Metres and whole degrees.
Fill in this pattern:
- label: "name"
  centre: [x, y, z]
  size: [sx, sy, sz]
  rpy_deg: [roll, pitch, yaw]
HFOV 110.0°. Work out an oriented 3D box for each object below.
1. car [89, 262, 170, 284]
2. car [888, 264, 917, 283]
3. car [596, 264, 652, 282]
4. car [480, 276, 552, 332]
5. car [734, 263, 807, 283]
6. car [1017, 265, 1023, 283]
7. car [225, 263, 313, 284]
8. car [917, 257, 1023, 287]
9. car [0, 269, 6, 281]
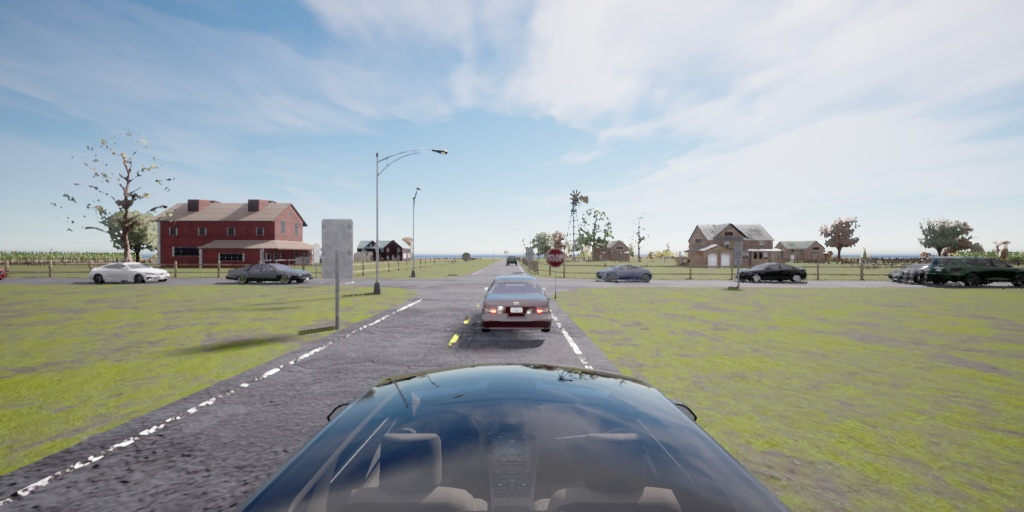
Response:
- label: "car"
  centre: [-27.350, 1.189, 25.679]
  size: [4.674, 1.442, 1.812]
  rpy_deg: [0, 0, 1]
- label: "car"
  centre: [32.606, 1.352, 28.173]
  size: [4.902, 1.511, 2.128]
  rpy_deg: [0, 0, 0]
- label: "car"
  centre: [8.829, 1.329, 28.367]
  size: [4.181, 1.385, 1.994]
  rpy_deg: [0, 0, -1]
- label: "car"
  centre: [0.097, 1.294, 10.786]
  size: [2.033, 1.411, 5.357]
  rpy_deg: [0, 0, 0]
- label: "car"
  centre: [20.294, 1.285, 28.272]
  size: [5.008, 1.535, 1.882]
  rpy_deg: [0, 0, 0]
- label: "car"
  centre: [43.159, 1.436, 28.057]
  size: [4.674, 1.442, 1.812]
  rpy_deg: [0, 0, 1]
- label: "car"
  centre: [-17.255, 1.238, 25.598]
  size: [5.357, 1.411, 2.033]
  rpy_deg: [0, 0, 0]
- label: "car"
  centre: [32.713, 1.089, 25.229]
  size: [5.566, 2.045, 2.150]
  rpy_deg: [0, 0, 0]
- label: "car"
  centre: [-39.691, 1.110, 25.781]
  size: [5.008, 1.535, 1.882]
  rpy_deg: [0, 0, 1]
